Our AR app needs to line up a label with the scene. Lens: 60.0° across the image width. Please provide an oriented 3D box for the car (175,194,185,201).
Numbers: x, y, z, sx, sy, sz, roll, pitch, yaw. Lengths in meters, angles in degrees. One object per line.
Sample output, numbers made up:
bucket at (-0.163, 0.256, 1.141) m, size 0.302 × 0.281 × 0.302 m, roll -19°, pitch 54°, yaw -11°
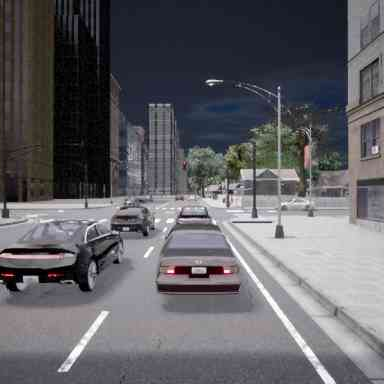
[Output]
car at (-3.161, 1.342, 83.997) m, size 2.097 × 1.767 × 4.553 m, roll 0°, pitch 0°, yaw 0°

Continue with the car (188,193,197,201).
car at (0.089, 1.511, 84.023) m, size 1.812 × 1.442 × 4.674 m, roll 0°, pitch 0°, yaw 0°

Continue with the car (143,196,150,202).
car at (-9.726, 1.595, 63.196) m, size 1.895 × 1.301 × 4.718 m, roll 0°, pitch 0°, yaw 1°

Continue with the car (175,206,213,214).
car at (0.117, 1.491, 17.910) m, size 2.128 × 1.511 × 4.902 m, roll 0°, pitch 0°, yaw 0°

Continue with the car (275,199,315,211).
car at (12.634, 1.575, 40.802) m, size 4.674 × 1.442 × 1.812 m, roll 0°, pitch -1°, yaw 2°

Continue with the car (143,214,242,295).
car at (0.100, 1.545, 8.857) m, size 2.033 × 1.411 × 5.357 m, roll 0°, pitch 0°, yaw -1°

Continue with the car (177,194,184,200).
car at (-3.150, 1.311, 94.032) m, size 1.882 × 1.535 × 5.008 m, roll 0°, pitch 0°, yaw 0°

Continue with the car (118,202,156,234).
car at (-3.131, 1.504, 18.190) m, size 1.837 × 1.490 × 4.892 m, roll 0°, pitch 0°, yaw 0°

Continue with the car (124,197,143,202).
car at (-9.769, 1.487, 53.876) m, size 2.128 × 1.511 × 4.902 m, roll 0°, pitch 0°, yaw 1°

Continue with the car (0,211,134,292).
car at (-3.142, 1.492, 8.930) m, size 2.128 × 1.511 × 4.902 m, roll 0°, pitch 0°, yaw 0°

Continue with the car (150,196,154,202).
car at (-9.672, 1.517, 73.308) m, size 1.812 × 1.442 × 4.674 m, roll 0°, pitch 0°, yaw 0°
